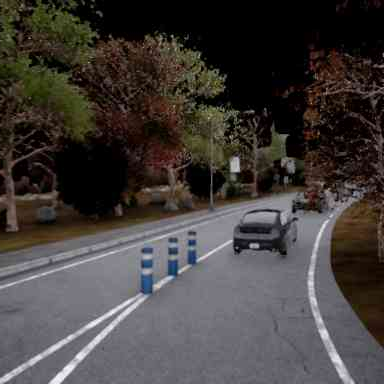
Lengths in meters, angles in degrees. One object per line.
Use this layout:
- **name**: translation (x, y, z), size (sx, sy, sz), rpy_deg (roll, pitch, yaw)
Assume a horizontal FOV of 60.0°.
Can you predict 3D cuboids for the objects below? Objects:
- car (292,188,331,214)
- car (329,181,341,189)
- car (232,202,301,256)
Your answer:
- **car**: translation (9.300, 0.621, 26.132), size (2.097, 1.767, 4.553), rpy_deg (-1, 2, 29)
- **car**: translation (28.443, -1.388, 65.875), size (2.033, 1.411, 5.357), rpy_deg (-1, 3, 25)
- **car**: translation (2.952, 1.415, 12.987), size (1.837, 1.490, 4.892), rpy_deg (-1, 2, 23)
